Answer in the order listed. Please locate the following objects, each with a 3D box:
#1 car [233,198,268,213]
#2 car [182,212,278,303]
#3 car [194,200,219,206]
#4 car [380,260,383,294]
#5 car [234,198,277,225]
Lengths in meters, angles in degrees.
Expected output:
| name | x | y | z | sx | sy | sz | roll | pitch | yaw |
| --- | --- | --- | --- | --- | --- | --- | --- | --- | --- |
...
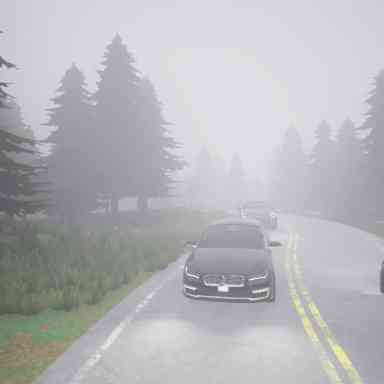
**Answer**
| name | x | y | z | sx | sy | sz | roll | pitch | yaw |
| --- | --- | --- | --- | --- | --- | --- | --- | --- | --- |
| car | 6.169 | 1.411 | 35.732 | 1.837 | 1.490 | 4.892 | 2 | -1 | -16 |
| car | 1.083 | 1.496 | 8.405 | 1.837 | 1.490 | 4.892 | -1 | 0 | 12 |
| car | 1.876 | 1.799 | 44.853 | 1.812 | 1.442 | 4.674 | 3 | -5 | -35 |
| car | 4.489 | 1.309 | 4.638 | 2.097 | 1.767 | 4.553 | -1 | 0 | 8 |
| car | 3.857 | 1.270 | 20.360 | 2.097 | 1.767 | 4.553 | -1 | 0 | 5 |
